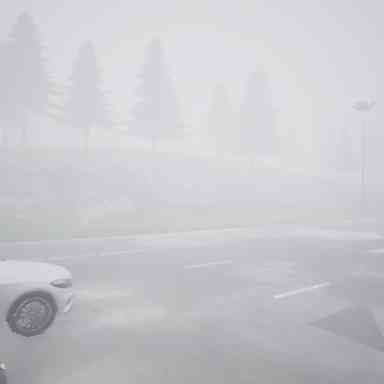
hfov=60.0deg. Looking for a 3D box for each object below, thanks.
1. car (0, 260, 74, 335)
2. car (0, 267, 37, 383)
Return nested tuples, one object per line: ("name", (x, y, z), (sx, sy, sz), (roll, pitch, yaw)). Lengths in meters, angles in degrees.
("car", (-4.246, 1.518, 5.016), (4.674, 1.442, 1.812), (1, 0, -35))
("car", (-3.368, 1.500, 1.344), (4.674, 1.442, 1.812), (1, 0, -35))
